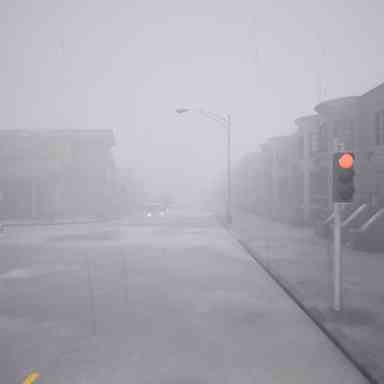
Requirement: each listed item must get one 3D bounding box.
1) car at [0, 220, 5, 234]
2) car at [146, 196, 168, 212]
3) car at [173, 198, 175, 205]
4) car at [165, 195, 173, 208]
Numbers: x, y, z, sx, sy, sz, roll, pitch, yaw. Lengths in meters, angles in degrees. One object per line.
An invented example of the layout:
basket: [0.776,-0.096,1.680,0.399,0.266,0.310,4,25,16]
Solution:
car: [-11.545,1.491,15.746,4.902,1.511,2.128,0,0,0]
car: [-4.158,1.526,39.433,1.812,1.442,4.674,0,0,-1]
car: [-4.143,1.352,58.412,2.097,1.767,4.553,0,0,0]
car: [-4.160,1.505,48.619,1.837,1.490,4.892,0,0,0]
